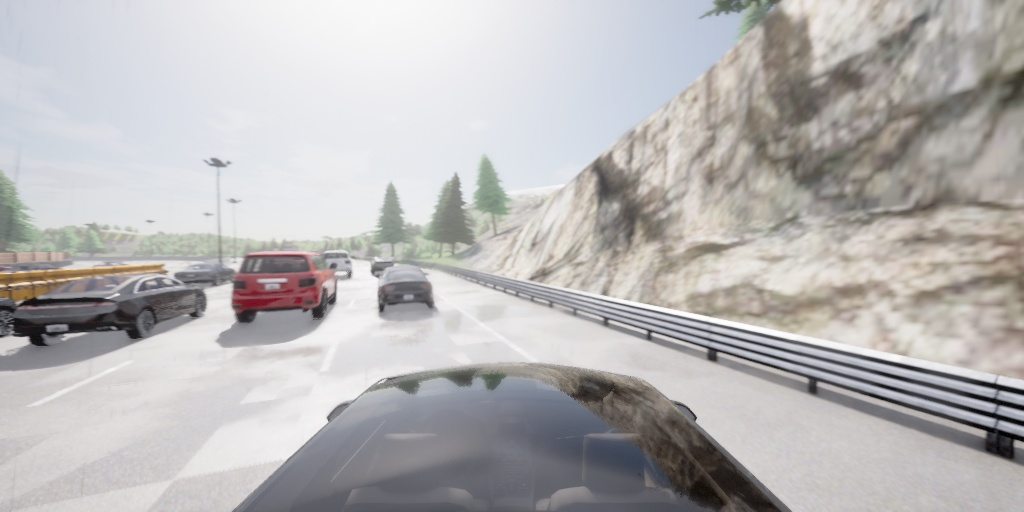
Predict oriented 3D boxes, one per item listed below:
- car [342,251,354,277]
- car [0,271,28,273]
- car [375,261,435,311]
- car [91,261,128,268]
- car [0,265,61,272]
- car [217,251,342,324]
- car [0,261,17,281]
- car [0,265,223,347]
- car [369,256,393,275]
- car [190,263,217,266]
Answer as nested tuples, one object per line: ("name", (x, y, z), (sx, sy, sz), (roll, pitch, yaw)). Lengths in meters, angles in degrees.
("car", (-14.243, 0.597, 29.324), (2.150, 2.045, 5.566), (-1, 1, -23))
("car", (-12.925, 1.300, 7.173), (2.128, 1.511, 4.902), (-1, 1, -21))
("car", (-4.065, 1.090, 13.436), (1.812, 1.442, 4.674), (-1, 1, -21))
("car", (-34.696, 1.173, 31.008), (1.994, 1.385, 4.181), (-1, 1, -28))
("car", (-36.619, 1.313, 27.162), (1.895, 1.301, 4.718), (-1, 1, -27))
("car", (-7.244, 0.858, 11.951), (2.150, 2.045, 5.566), (-1, 1, -20))
("car", (-40.400, 1.246, 26.840), (1.882, 1.535, 5.008), (-1, 1, -28))
("car", (-10.076, 1.215, 9.537), (2.128, 1.511, 4.902), (-1, 1, -21))
("car", (-11.512, 0.781, 31.770), (2.128, 1.511, 4.902), (-1, 1, -24))
("car", (-18.869, 1.125, 22.332), (2.033, 1.411, 5.357), (-1, 1, -22))
